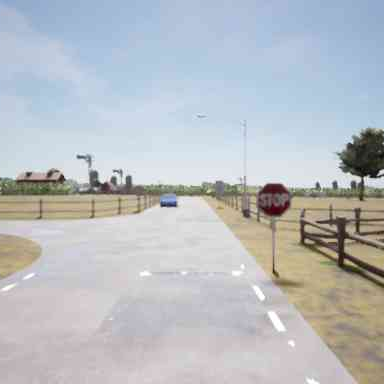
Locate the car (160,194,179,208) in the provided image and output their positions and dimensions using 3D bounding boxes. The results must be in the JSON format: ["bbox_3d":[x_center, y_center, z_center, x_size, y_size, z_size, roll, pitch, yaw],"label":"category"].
[{"bbox_3d":[-2.538,0.987,37.710,1.882,1.535,5.008,0,2,0],"label":"car"}]
